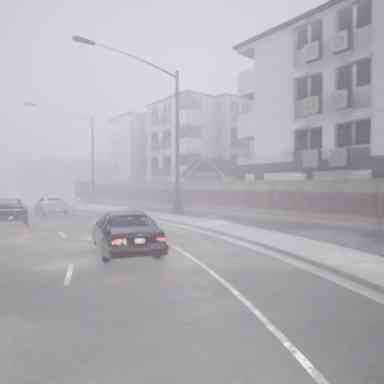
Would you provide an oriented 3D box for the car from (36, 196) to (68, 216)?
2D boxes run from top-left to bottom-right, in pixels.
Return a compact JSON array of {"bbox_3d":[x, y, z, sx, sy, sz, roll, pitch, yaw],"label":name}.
[{"bbox_3d":[-11.120,1.016,26.229,1.812,1.442,4.674,-1,1,-34],"label":"car"}]

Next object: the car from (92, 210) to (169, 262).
[{"bbox_3d":[-2.294,1.321,11.356,2.033,1.411,5.357,-1,1,-21],"label":"car"}]

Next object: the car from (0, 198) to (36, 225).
[{"bbox_3d":[-10.885,1.115,19.589,2.128,1.511,4.902,-1,1,-33],"label":"car"}]
